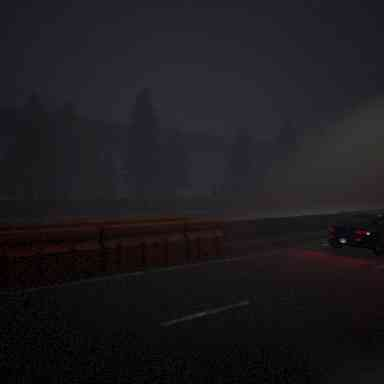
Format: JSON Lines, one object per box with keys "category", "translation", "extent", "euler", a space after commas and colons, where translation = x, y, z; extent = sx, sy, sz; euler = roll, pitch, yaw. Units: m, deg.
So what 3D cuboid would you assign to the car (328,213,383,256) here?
{"category": "car", "translation": [7.361, 1.571, 13.387], "extent": [4.674, 1.442, 1.812], "euler": [0, 0, -35]}
